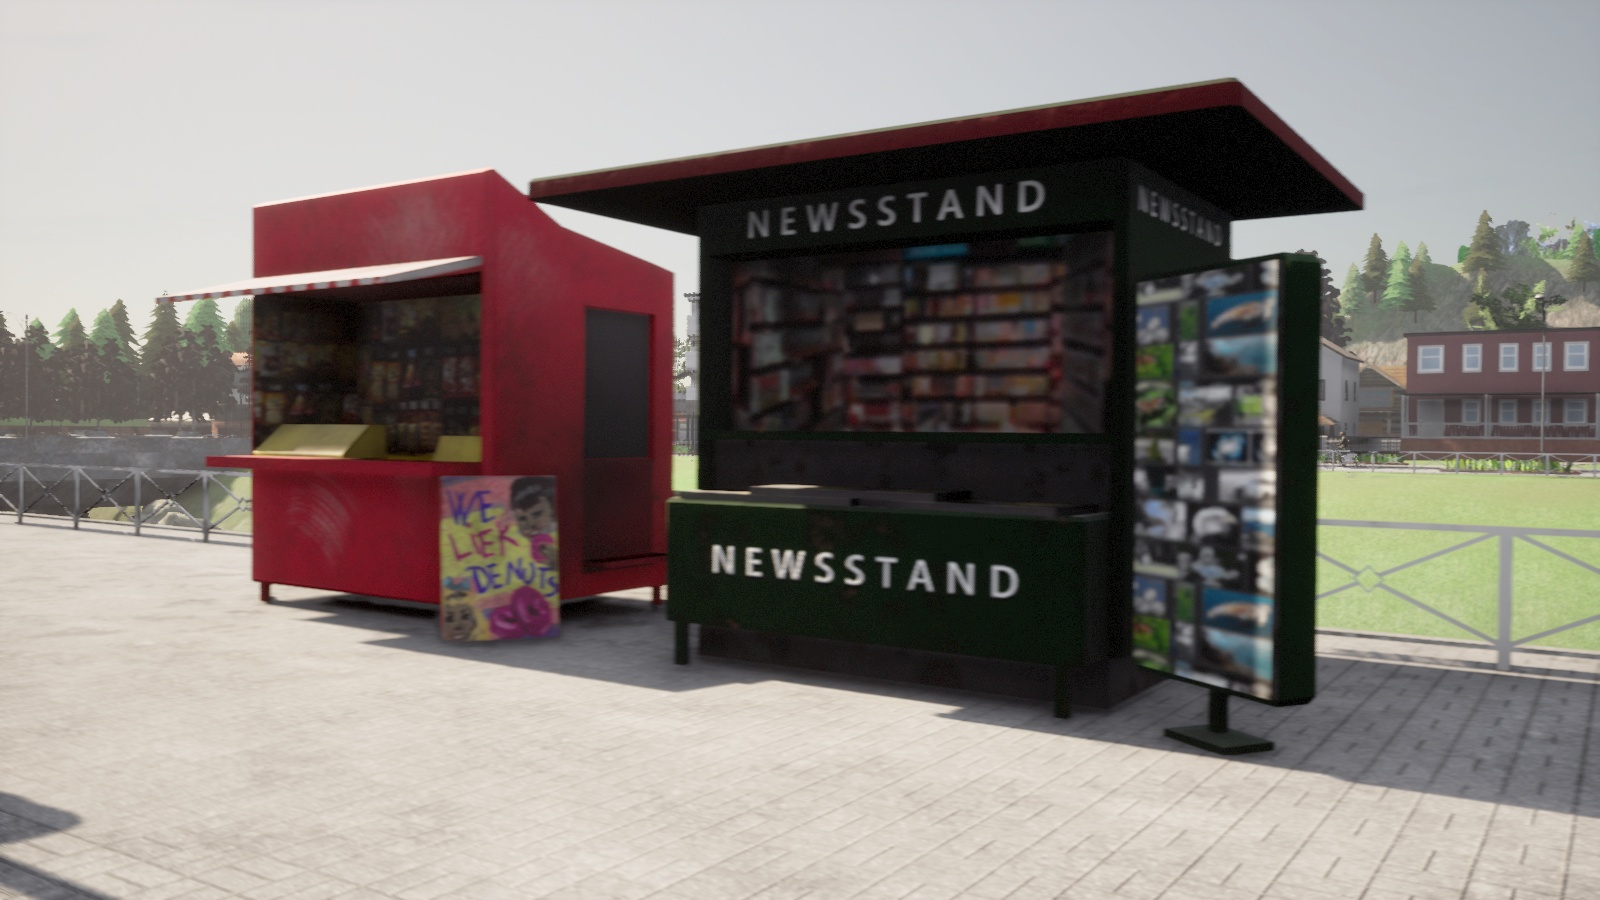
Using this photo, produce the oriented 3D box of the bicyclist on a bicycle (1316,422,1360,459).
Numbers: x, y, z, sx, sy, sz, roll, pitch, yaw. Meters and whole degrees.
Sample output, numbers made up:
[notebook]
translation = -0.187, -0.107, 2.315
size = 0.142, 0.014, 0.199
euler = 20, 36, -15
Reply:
[bicyclist on a bicycle]
translation = 26.110, -0.466, 60.946
size = 1.843, 1.776, 0.659
euler = 0, 1, 34
